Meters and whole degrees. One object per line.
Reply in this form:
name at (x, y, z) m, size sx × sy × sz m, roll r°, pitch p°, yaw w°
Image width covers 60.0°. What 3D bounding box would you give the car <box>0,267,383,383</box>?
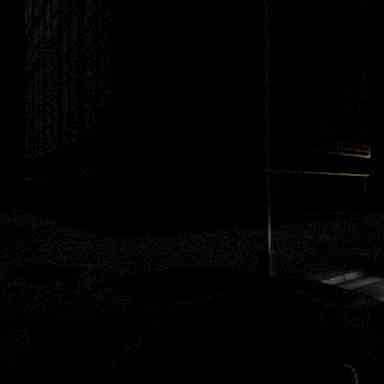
car at (-0.162, 1.554, 3.230) m, size 5.357 × 1.411 × 2.033 m, roll 0°, pitch 0°, yaw -32°
